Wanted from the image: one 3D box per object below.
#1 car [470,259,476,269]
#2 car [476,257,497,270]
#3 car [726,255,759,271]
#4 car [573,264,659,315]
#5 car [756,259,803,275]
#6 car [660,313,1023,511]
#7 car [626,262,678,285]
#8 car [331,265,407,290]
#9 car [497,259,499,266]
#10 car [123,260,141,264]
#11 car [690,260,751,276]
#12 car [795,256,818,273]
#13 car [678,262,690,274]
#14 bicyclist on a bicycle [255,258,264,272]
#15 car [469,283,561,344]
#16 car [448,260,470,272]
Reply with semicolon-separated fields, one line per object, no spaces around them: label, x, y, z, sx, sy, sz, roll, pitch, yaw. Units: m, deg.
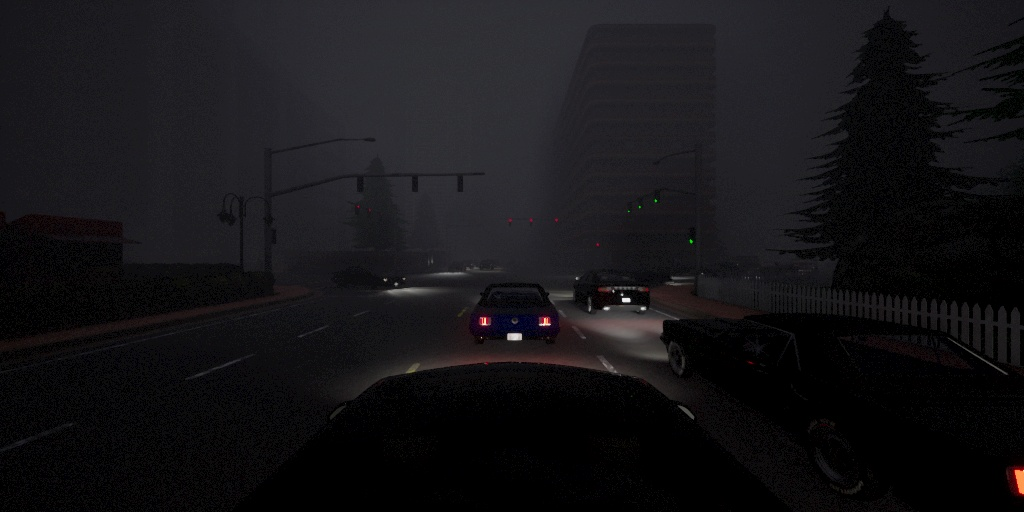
car;-7.120;1.297;56.717;2.033;1.411;5.357;0;0;0
car;-3.622;1.228;51.963;1.882;1.535;5.008;0;0;0
car;25.629;0.916;40.092;5.566;2.045;2.150;0;0;-31
car;3.581;1.228;13.702;1.882;1.535;5.008;0;0;0
car;27.901;1.295;37.404;4.718;1.301;1.895;0;0;-31
car;3.599;1.351;4.381;1.895;1.301;4.718;0;0;0
car;8.048;1.258;24.603;5.357;1.411;2.033;-1;0;-2
car;-9.016;1.276;22.383;5.357;1.411;2.033;0;0;32
car;-3.605;1.255;62.062;1.837;1.490;4.892;0;0;0
car;-26.167;1.046;24.261;4.553;1.767;2.097;0;0;0
car;19.554;1.295;33.638;4.718;1.301;1.895;0;0;-18
car;35.546;0.916;43.446;2.150;2.045;5.566;0;0;44
car;16.571;1.295;36.487;4.718;1.301;1.895;0;0;-14
bicyclist on a bicycle;-27.907;0.996;39.730;0.582;1.620;1.656;0;0;0
car;0.070;1.351;9.494;1.895;1.301;4.718;0;0;0
car;-7.123;1.351;47.066;1.895;1.301;4.718;0;0;0
